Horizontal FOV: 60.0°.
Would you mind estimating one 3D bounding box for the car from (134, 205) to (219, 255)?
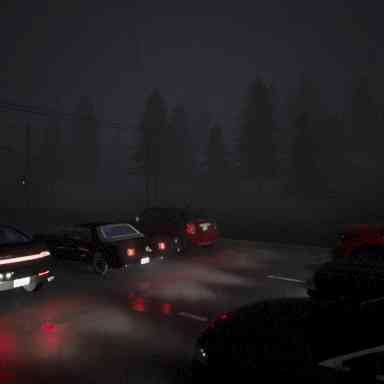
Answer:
[{"bbox_3d":[-1.246,1.352,13.474,4.553,1.767,2.097,0,0,36],"label":"car"}]

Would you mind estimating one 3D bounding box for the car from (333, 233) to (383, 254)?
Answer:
[{"bbox_3d":[4.362,1.601,5.184,4.718,1.301,1.895,0,0,35],"label":"car"}]

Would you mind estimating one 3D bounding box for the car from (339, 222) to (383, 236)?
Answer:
[{"bbox_3d":[6.422,1.221,8.013,5.566,2.045,2.150,0,0,35],"label":"car"}]

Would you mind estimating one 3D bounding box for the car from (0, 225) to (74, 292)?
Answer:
[{"bbox_3d":[-5.196,1.492,7.692,4.902,1.511,2.128,0,0,35],"label":"car"}]

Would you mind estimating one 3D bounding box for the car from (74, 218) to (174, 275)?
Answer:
[{"bbox_3d":[-3.067,1.601,10.469,4.718,1.301,1.895,0,0,37],"label":"car"}]

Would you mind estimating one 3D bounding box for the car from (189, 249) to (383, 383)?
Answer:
[{"bbox_3d":[2.208,1.492,2.401,4.902,1.511,2.128,0,0,36],"label":"car"}]
